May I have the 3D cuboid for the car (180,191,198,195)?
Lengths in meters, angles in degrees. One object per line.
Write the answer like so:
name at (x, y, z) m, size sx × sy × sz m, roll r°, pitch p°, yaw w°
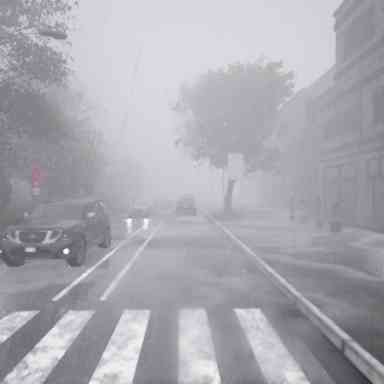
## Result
car at (-0.571, 1.346, 54.498) m, size 2.150 × 2.045 × 5.566 m, roll 0°, pitch 0°, yaw 2°

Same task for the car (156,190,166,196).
car at (-8.086, 0.174, 86.247) m, size 1.882 × 1.535 × 5.008 m, roll 0°, pitch 2°, yaw 7°

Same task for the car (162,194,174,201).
car at (-3.916, 1.624, 59.889) m, size 2.002 × 1.452 × 4.674 m, roll -2°, pitch 2°, yaw 3°

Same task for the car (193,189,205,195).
car at (2.102, 0.027, 94.197) m, size 2.097 × 1.535 × 5.008 m, roll 0°, pitch 3°, yaw 17°

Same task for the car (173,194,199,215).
car at (-0.651, 1.433, 34.950) m, size 2.097 × 1.767 × 4.553 m, roll 0°, pitch 0°, yaw -1°

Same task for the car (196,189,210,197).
car at (2.536, 0.549, 81.433) m, size 1.994 × 1.385 × 4.181 m, roll 0°, pitch 3°, yaw 13°

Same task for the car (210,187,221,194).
car at (6.059, -0.320, 94.938) m, size 2.097 × 1.767 × 4.553 m, roll 0°, pitch 3°, yaw 19°

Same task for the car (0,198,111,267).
car at (-4.452, 1.254, 11.897) m, size 2.150 × 2.045 × 5.566 m, roll 0°, pitch 0°, yaw 0°

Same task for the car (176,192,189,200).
car at (-2.041, 0.904, 76.434) m, size 2.002 × 1.452 × 4.674 m, roll -1°, pitch 2°, yaw 11°

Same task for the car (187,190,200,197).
car at (0.418, 0.317, 88.105) m, size 2.231 × 1.521 × 4.892 m, roll 0°, pitch 3°, yaw 15°

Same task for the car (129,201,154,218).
car at (-4.740, 1.615, 31.641) m, size 1.812 × 1.442 × 4.674 m, roll 0°, pitch 0°, yaw 1°
